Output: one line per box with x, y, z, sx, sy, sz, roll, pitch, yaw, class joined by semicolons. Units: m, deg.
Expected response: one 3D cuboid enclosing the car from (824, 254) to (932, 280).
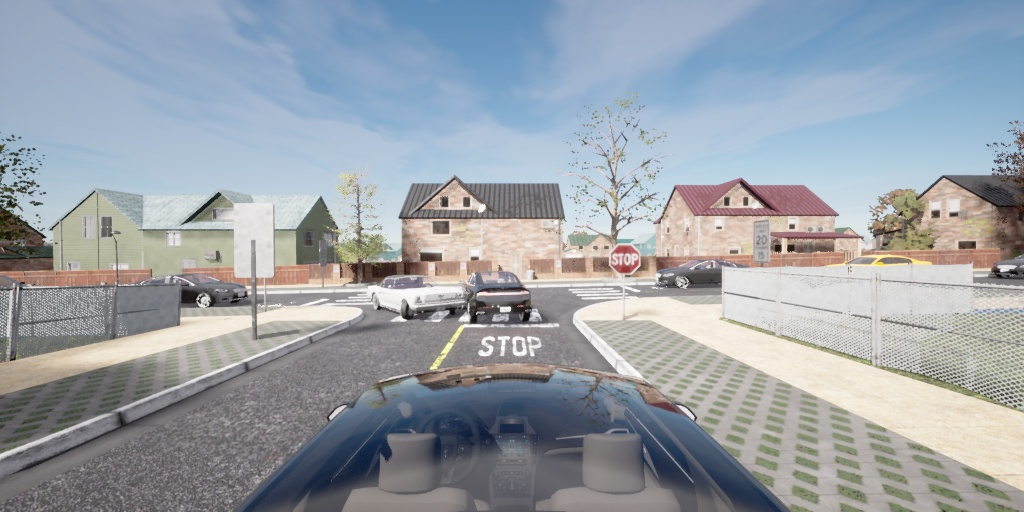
19.763;0.690;19.560;5.008;1.535;1.882;-1;1;-1;car

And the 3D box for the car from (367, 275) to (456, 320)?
-3.600;1.367;12.977;1.895;1.301;4.718;0;0;-38;car

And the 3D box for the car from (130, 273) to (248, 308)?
-14.900;1.566;16.474;4.902;1.511;2.128;-1;1;0;car

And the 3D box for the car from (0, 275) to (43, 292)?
-24.238;1.648;16.434;4.553;1.767;2.097;-1;1;0;car

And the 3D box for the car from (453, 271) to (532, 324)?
-0.684;1.242;12.117;2.128;1.511;4.902;0;0;-12;car

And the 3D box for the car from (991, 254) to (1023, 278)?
29.388;0.477;19.595;4.902;1.511;2.128;-1;1;0;car

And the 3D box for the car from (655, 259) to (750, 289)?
10.333;0.925;19.524;4.902;1.511;2.128;-1;1;0;car
